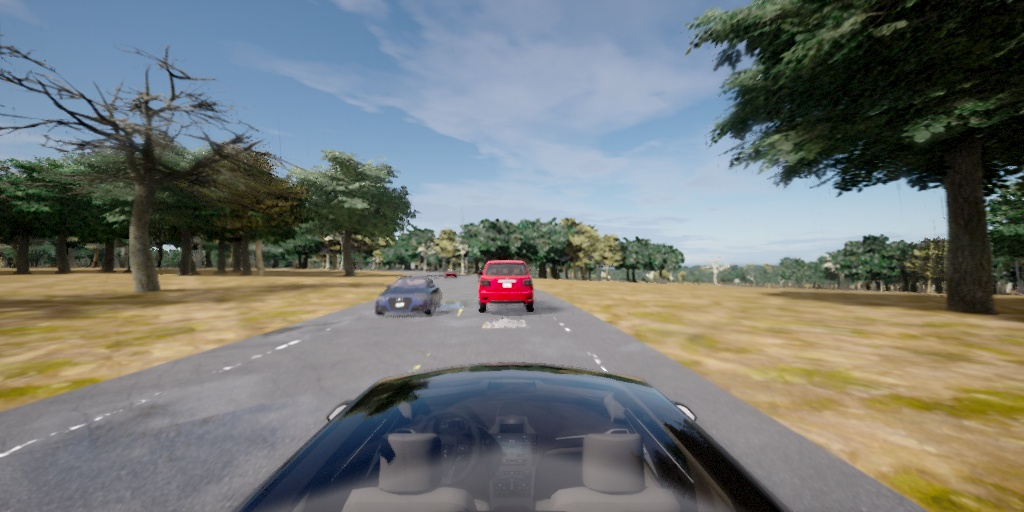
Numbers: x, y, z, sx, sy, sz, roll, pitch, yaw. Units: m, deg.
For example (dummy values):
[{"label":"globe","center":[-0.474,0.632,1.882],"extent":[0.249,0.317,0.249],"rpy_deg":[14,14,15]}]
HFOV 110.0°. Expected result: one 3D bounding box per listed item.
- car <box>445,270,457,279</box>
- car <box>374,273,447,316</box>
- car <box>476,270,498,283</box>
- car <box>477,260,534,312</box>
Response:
[{"label":"car","center":[-9.414,2.806,55.103],"extent":[1.895,1.301,4.718],"rpy_deg":[0,-2,-12]},{"label":"car","center":[-3.994,1.546,14.445],"extent":[1.994,1.385,4.181],"rpy_deg":[0,-1,-3]},{"label":"car","center":[-2.959,2.279,40.773],"extent":[2.033,1.411,5.357],"rpy_deg":[0,-2,-9]},{"label":"car","center":[-0.330,1.225,15.845],"extent":[2.150,2.045,5.566],"rpy_deg":[0,-1,-3]}]
